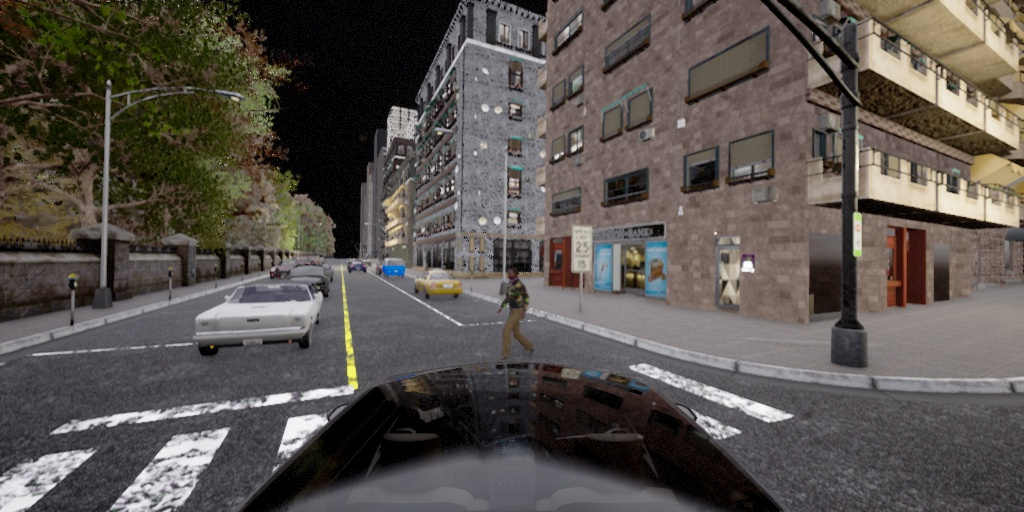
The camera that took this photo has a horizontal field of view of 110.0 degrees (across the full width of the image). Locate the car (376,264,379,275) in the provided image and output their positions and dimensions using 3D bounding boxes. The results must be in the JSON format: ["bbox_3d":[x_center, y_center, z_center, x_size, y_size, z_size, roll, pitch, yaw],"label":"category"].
[{"bbox_3d":[-13.385,1.205,38.134,1.967,1.591,4.097,0,0,-26],"label":"car"}]

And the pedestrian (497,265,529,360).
[{"bbox_3d":[0.024,1.067,6.974,0.375,1.860,0.375,1,-1,-26],"label":"pedestrian"}]

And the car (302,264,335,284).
[{"bbox_3d":[-14.447,1.272,26.971,1.895,1.301,4.718,1,0,-25],"label":"car"}]

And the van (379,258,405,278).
[{"bbox_3d":[-10.997,1.110,33.136,1.690,1.789,3.998,0,0,-26],"label":"van"}]

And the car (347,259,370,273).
[{"bbox_3d":[-18.088,1.241,42.002,1.812,1.442,4.674,1,0,-25],"label":"car"}]

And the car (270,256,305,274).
[{"bbox_3d":[-18.557,1.061,29.522,1.967,1.591,4.097,0,0,-26],"label":"car"}]

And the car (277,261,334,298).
[{"bbox_3d":[-10.030,1.185,17.716,1.837,1.490,4.892,1,0,-26],"label":"car"}]

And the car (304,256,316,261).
[{"bbox_3d":[-23.332,0.928,39.517,2.192,1.841,5.009,0,0,-26],"label":"car"}]

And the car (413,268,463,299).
[{"bbox_3d":[-3.909,1.310,18.296,1.751,1.417,4.829,0,0,-26],"label":"car"}]

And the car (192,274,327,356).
[{"bbox_3d":[-5.751,1.291,8.678,1.895,1.301,4.718,1,0,-25],"label":"car"}]
